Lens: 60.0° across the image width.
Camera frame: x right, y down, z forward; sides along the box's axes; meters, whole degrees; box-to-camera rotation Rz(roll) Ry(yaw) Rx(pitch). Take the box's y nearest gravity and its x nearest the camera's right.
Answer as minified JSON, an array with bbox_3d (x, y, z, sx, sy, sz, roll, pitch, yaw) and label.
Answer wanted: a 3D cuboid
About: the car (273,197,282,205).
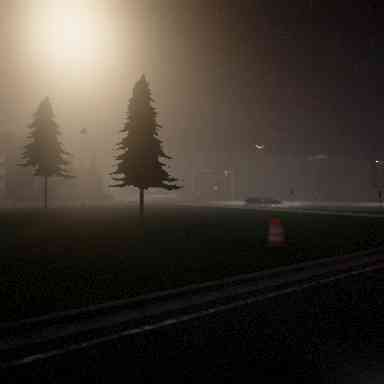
[{"bbox_3d":[14.265,1.557,60.889,1.812,1.442,4.674,0,0,-35],"label":"car"}]

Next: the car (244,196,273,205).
[{"bbox_3d":[11.395,1.509,58.886,1.882,1.535,5.008,0,0,-35],"label":"car"}]
